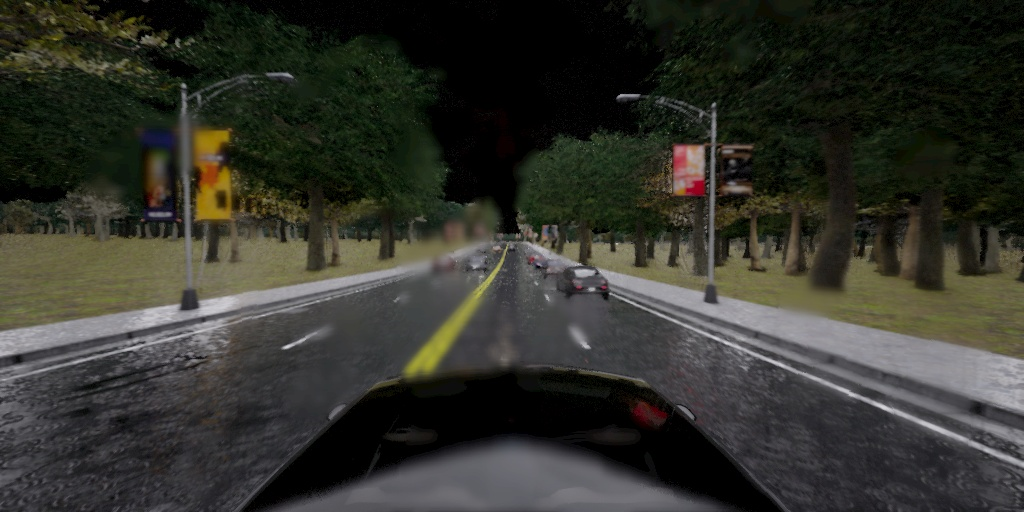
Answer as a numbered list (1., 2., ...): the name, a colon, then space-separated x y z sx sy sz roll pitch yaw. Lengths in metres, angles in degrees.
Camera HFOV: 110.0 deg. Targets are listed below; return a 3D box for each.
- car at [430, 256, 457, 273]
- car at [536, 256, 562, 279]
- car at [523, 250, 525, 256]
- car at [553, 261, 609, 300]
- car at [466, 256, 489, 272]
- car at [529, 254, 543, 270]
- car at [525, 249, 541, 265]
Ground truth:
1. car: -6.579 0.771 34.823 1.882 1.535 5.008 0 1 0
2. car: 3.247 0.979 27.890 2.033 1.411 5.357 0 1 0
3. car: 3.243 -0.055 60.879 1.895 1.301 4.718 0 3 0
4. car: 3.249 1.157 16.894 1.812 1.442 4.674 0 1 0
5. car: -3.336 0.774 35.343 2.128 1.511 4.902 0 1 0
6. car: 3.212 0.806 39.040 1.895 1.301 4.718 0 1 -2
7. car: 3.244 0.224 49.831 2.097 1.767 4.553 0 2 0
